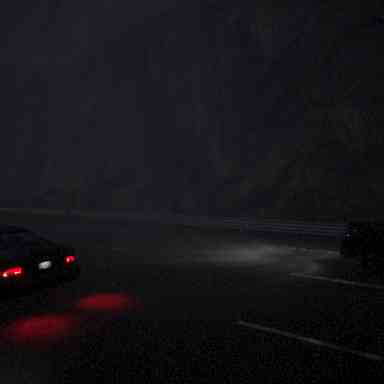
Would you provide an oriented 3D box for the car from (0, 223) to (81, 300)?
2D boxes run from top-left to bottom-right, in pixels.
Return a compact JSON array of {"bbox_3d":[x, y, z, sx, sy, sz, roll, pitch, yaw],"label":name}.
[{"bbox_3d":[-4.973,1.436,7.670,5.357,1.411,2.033,0,1,31],"label":"car"}]

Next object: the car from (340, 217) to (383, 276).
[{"bbox_3d":[6.690,1.068,8.087,5.566,2.045,2.150,1,1,35],"label":"car"}]
